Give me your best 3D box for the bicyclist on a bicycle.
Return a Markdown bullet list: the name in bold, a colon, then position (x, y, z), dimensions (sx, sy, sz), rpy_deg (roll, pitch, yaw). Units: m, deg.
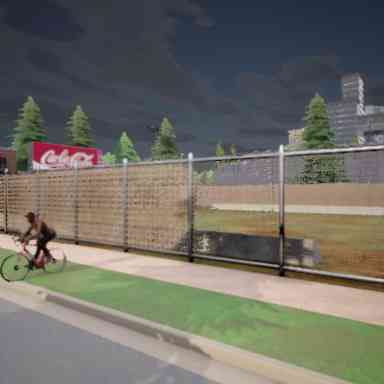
- **bicyclist on a bicycle**: position (-3.829, 1.315, 8.181), dimensions (0.582, 1.620, 1.656), rpy_deg (0, 0, 36)
